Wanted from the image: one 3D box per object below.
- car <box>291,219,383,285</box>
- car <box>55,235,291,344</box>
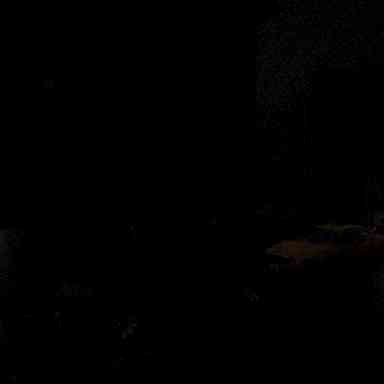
[{"bbox_3d":[3.954,1.526,9.533,4.829,1.417,1.752,0,0,-36],"label":"car"},{"bbox_3d":[-0.315,1.566,6.447,4.313,1.339,1.947,0,0,-36],"label":"car"}]
